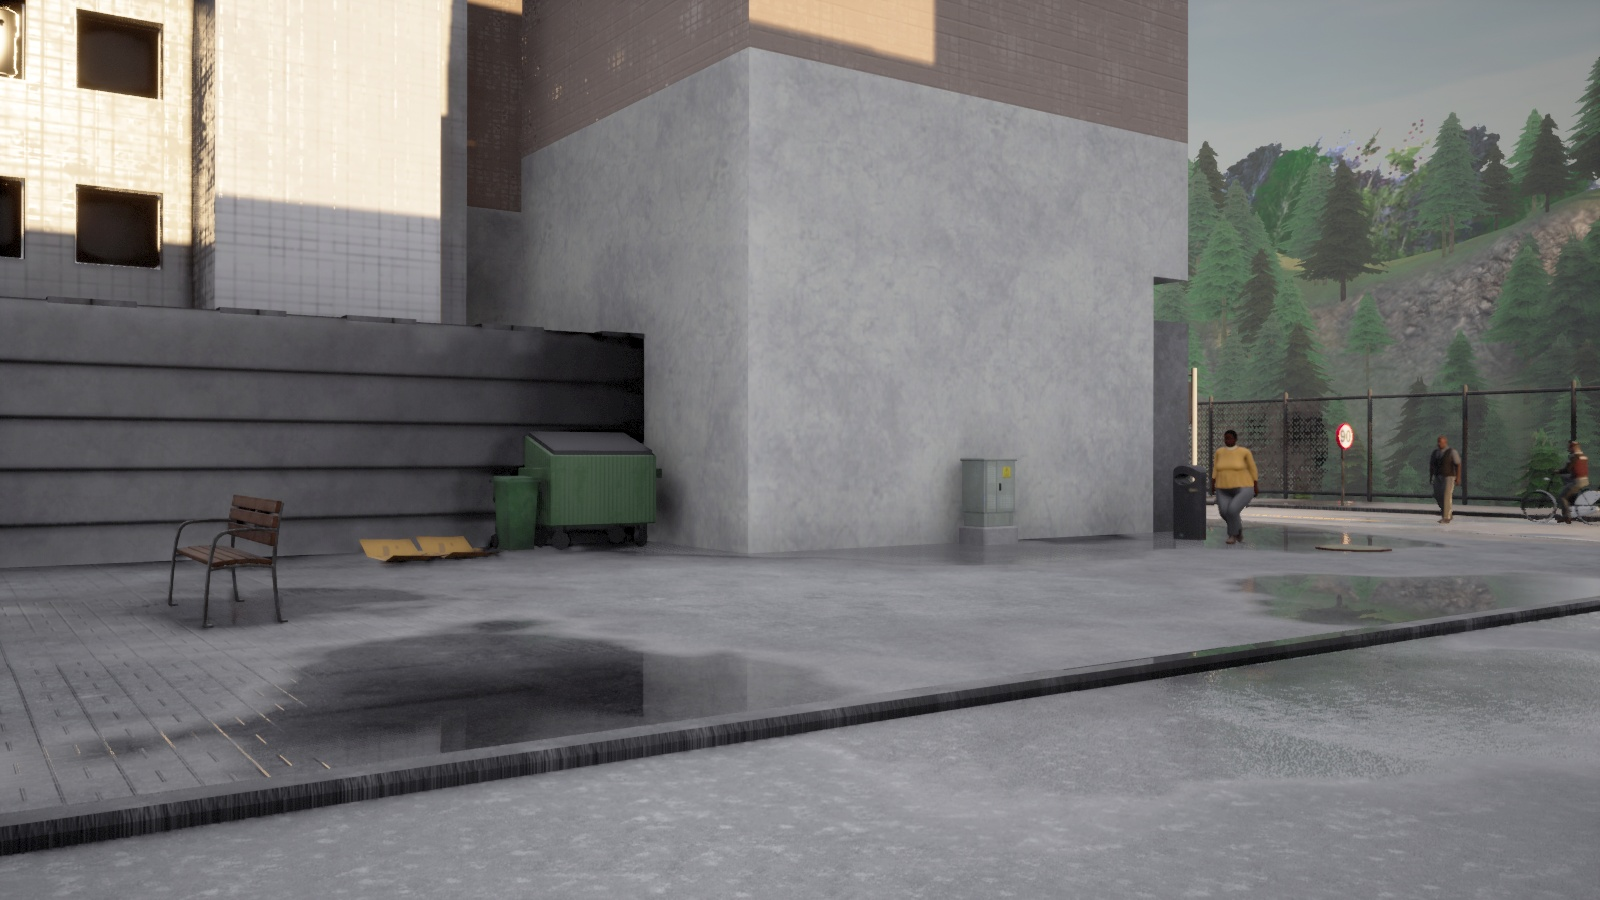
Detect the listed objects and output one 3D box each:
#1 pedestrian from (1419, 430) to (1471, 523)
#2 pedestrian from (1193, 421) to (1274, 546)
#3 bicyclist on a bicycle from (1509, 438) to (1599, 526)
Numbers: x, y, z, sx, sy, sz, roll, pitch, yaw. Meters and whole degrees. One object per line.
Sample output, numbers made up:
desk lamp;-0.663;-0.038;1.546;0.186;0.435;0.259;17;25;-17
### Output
pedestrian;13.250;0.537;25.813;0.849;1.883;0.563;0;0;-28
pedestrian;6.622;0.494;19.193;0.874;1.855;0.900;0;0;44
bicyclist on a bicycle;16.064;0.646;26.495;0.659;1.776;1.843;-1;0;-29
